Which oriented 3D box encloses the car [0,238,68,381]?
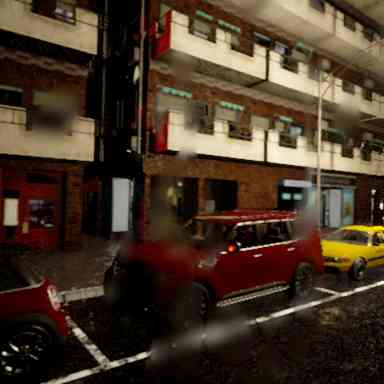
[{"bbox_3d":[-3.745,1.430,3.867,4.097,1.590,1.967,1,1,-35],"label":"car"}]

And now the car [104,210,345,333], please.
[{"bbox_3d":[0.771,1.367,7.088,5.009,1.841,2.192,1,1,-35],"label":"car"}]

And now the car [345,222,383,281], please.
[{"bbox_3d":[5.140,1.637,10.216,4.829,1.417,1.752,1,1,-35],"label":"car"}]
